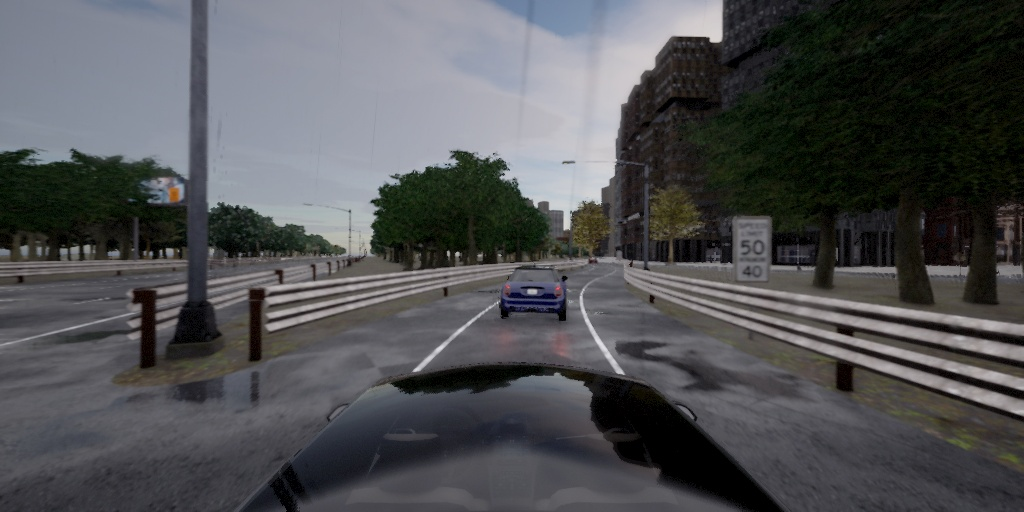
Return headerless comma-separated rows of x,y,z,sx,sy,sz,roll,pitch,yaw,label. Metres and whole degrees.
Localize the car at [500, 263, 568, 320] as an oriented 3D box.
0.923,1.103,12.974,2.097,1.767,4.553,1,0,8,car
